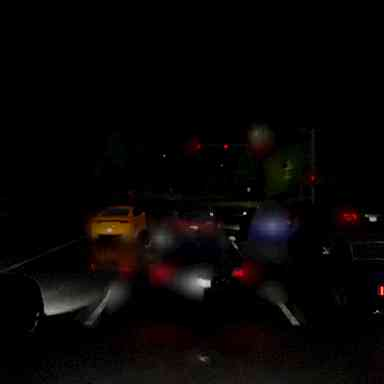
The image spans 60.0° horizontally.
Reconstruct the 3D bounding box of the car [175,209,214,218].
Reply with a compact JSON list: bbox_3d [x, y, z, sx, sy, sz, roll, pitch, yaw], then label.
[{"bbox_3d":[0.104,1.491,16.115,1.994,1.385,4.181,0,0,0],"label":"car"}]

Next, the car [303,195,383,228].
[{"bbox_3d":[7.104,1.151,15.744,2.150,2.045,5.566,0,0,0],"label":"car"}]

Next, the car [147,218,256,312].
[{"bbox_3d":[0.116,1.529,7.712,1.994,1.385,4.181,0,0,-1],"label":"car"}]

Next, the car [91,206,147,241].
[{"bbox_3d":[-3.397,1.405,16.181,1.882,1.535,5.008,0,0,0],"label":"car"}]

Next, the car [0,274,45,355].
[{"bbox_3d":[-3.403,1.546,3.756,1.994,1.385,4.181,0,0,0],"label":"car"}]

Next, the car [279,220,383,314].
[{"bbox_3d":[3.601,1.567,7.462,1.895,1.301,4.718,0,0,0],"label":"car"}]

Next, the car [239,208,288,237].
[{"bbox_3d":[3.604,1.488,16.821,1.994,1.385,4.181,0,0,0],"label":"car"}]
